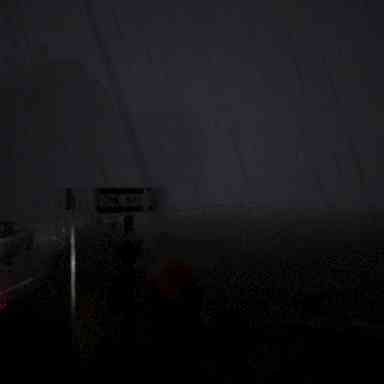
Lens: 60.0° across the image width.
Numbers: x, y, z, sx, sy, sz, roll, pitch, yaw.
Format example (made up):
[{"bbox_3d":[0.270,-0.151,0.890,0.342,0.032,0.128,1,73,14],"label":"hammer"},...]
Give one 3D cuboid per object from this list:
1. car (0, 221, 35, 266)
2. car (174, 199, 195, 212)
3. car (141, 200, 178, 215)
[{"bbox_3d":[-6.754,1.632,11.384,1.895,1.301,4.718,0,0,-16],"label":"car"},{"bbox_3d":[-1.581,1.547,36.168,2.128,1.511,4.902,0,0,33],"label":"car"},{"bbox_3d":[-3.365,1.609,26.458,1.994,1.385,4.181,0,0,32],"label":"car"}]
